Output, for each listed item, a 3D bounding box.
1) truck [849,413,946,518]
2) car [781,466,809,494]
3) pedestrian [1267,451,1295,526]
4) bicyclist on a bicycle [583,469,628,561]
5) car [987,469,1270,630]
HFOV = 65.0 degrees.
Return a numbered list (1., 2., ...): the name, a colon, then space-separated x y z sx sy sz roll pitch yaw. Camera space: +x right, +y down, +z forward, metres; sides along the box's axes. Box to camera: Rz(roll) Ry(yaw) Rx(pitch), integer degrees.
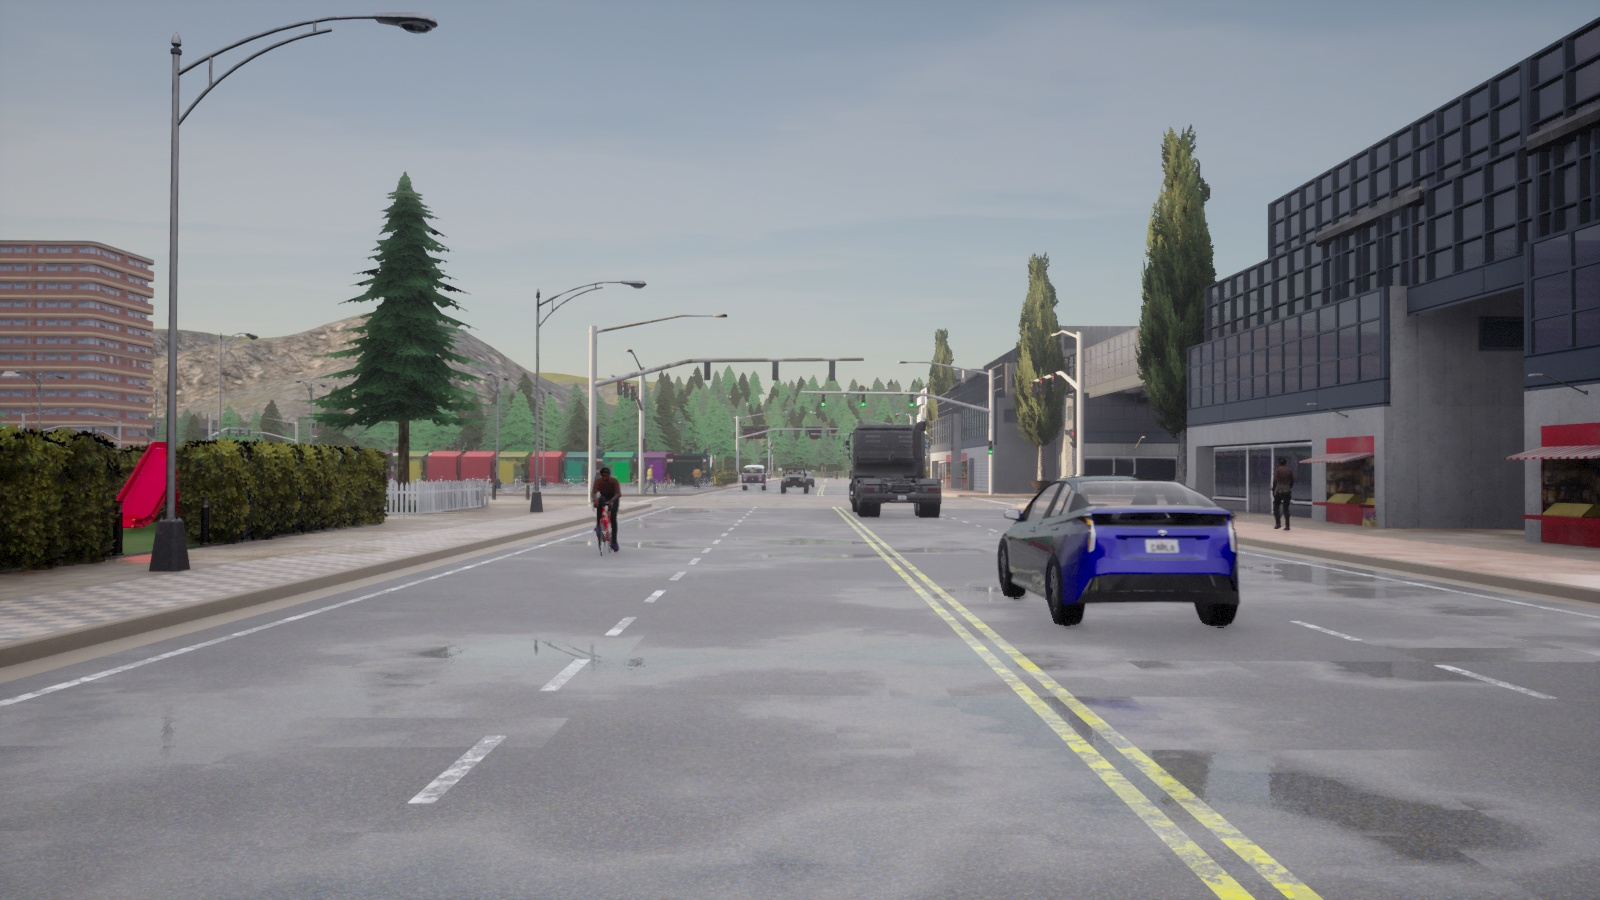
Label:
1. truck: 3.384 0.583 45.584 2.891 3.462 7.936 0 -1 0
2. car: -0.334 2.080 87.593 1.905 1.878 3.866 0 -1 1
3. pedestrian: 11.800 0.942 30.805 0.328 1.805 0.869 0 -1 0
4. bicyclist on a bicycle: -3.557 1.168 23.054 0.582 1.620 1.656 0 -1 0
5. car: 3.465 0.986 14.216 2.007 1.525 4.514 0 -1 0
